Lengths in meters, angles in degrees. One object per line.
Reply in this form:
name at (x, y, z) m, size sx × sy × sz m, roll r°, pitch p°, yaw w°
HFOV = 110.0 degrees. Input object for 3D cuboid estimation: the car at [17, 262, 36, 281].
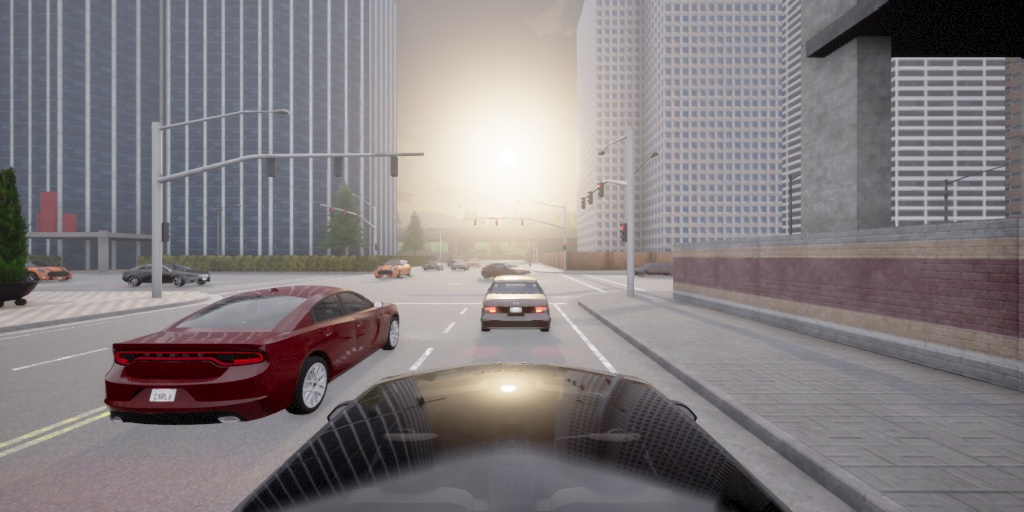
car at (-35.179, 1.275, 23.694) m, size 4.674 × 1.442 × 1.812 m, roll 0°, pitch 0°, yaw -1°

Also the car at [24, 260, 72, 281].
car at (-36.538, 1.102, 27.176) m, size 4.553 × 1.767 × 2.097 m, roll 0°, pitch 0°, yaw 0°

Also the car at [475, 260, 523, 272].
car at (-0.593, 1.275, 30.286) m, size 4.674 × 1.442 × 1.812 m, roll 0°, pitch 1°, yaw 38°

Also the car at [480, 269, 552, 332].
car at (0.092, 1.297, 10.842) m, size 2.033 × 1.411 × 5.357 m, roll 0°, pitch 0°, yaw 0°

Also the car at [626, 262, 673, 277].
car at (13.921, 1.296, 34.818) m, size 5.357 × 1.411 × 2.033 m, roll 0°, pitch 0°, yaw 0°

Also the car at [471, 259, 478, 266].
car at (-6.993, 1.227, 64.967) m, size 1.882 × 1.535 × 5.008 m, roll 0°, pitch 0°, yaw 1°

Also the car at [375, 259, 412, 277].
car at (-10.571, 1.101, 32.096) m, size 2.097 × 1.767 × 4.553 m, roll 0°, pitch 0°, yaw 0°

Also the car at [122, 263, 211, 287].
car at (-22.785, 1.241, 23.758) m, size 4.902 × 1.511 × 2.128 m, roll 0°, pitch 0°, yaw 1°

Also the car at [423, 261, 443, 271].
car at (-10.552, 1.313, 48.083) m, size 1.994 × 1.385 × 4.181 m, roll 0°, pitch 0°, yaw 0°

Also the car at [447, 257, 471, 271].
car at (-7.036, 1.275, 48.206) m, size 1.812 × 1.442 × 4.674 m, roll 0°, pitch 0°, yaw 0°

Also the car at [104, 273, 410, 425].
car at (-3.439, 1.228, 6.030) m, size 1.882 × 1.535 × 5.008 m, roll 0°, pitch 0°, yaw 0°
